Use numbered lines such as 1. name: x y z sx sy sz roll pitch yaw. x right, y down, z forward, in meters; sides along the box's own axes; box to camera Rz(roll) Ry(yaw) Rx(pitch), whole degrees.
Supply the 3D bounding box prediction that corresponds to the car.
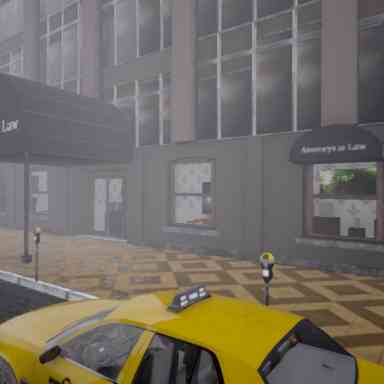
1. car: -0.228 1.525 3.033 4.829 1.417 1.752 0 0 36
